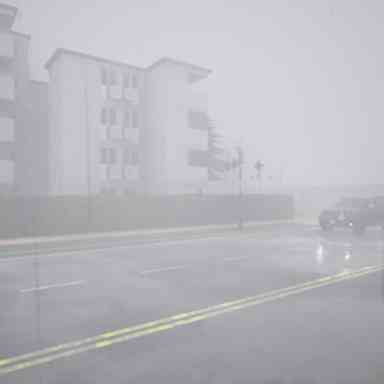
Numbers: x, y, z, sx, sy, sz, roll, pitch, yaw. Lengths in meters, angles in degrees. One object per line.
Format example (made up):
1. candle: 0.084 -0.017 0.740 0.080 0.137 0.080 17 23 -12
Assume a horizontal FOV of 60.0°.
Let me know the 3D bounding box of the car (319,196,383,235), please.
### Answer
1. car: 9.783 1.257 19.453 5.566 2.045 2.150 0 0 -36
